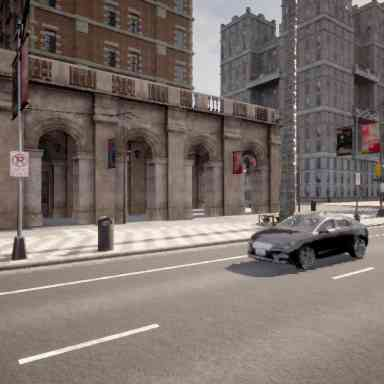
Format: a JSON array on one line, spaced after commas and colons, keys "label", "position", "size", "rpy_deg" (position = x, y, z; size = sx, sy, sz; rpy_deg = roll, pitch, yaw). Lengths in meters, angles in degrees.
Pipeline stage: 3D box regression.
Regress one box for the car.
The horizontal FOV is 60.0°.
[{"label": "car", "position": [3.991, 1.491, 11.111], "size": [4.902, 1.511, 2.128], "rpy_deg": [0, 0, -35]}]
